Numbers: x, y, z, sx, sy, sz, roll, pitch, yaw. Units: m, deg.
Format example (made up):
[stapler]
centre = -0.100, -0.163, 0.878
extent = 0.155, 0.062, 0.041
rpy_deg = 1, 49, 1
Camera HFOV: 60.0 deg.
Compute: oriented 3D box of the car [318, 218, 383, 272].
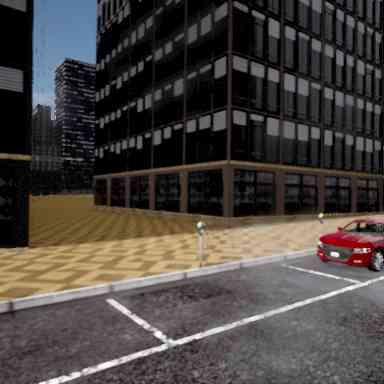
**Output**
[car]
centre = 5.893, 1.522, 10.746
extent = 4.507, 1.381, 1.887
rpy_deg = 0, 1, -35
